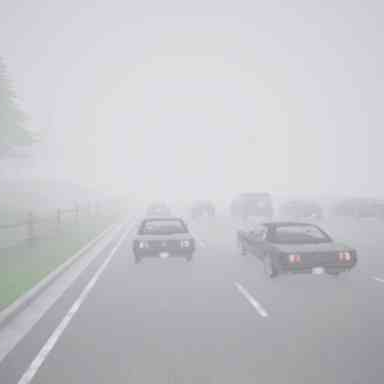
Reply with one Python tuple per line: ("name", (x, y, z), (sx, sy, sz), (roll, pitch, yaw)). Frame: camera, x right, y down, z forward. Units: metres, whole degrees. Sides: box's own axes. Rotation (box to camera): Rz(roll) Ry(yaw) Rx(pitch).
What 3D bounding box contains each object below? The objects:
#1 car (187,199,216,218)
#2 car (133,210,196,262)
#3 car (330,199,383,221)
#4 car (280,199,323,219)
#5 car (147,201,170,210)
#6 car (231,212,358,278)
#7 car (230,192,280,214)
("car", (0.752, 1.367, 27.739), (1.837, 1.490, 4.892), (-1, 0, -6))
("car", (-1.045, 1.561, 11.981), (1.895, 1.301, 4.718), (-1, 0, -6))
("car", (11.744, 1.212, 23.822), (2.128, 1.511, 4.902), (-1, 0, -6))
("car", (8.079, 1.272, 25.154), (1.837, 1.490, 4.892), (-1, 0, -6))
("car", (-2.968, 1.471, 29.556), (1.994, 1.385, 4.181), (-1, 0, -6))
("car", (2.688, 1.516, 9.858), (1.895, 1.301, 4.718), (-1, 0, -6))
("car", (4.503, 1.039, 25.618), (2.150, 2.045, 5.566), (-1, 0, -6))
